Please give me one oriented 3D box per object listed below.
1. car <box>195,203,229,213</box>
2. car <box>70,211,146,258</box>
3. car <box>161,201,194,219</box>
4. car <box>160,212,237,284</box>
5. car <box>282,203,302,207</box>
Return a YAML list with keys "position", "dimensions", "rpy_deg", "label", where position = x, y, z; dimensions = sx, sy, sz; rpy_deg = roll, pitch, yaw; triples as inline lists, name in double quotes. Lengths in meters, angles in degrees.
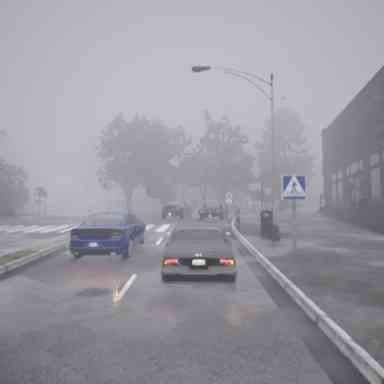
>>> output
- position: [1.923, 1.565, 27.721]
  dimensions: [1.895, 1.301, 4.718]
  rpy_deg: [-1, -1, 14]
  label: "car"
- position: [-3.022, 1.478, 12.846]
  dimensions: [1.882, 1.535, 5.008]
  rpy_deg: [0, 0, 1]
  label: "car"
- position: [-1.172, 1.535, 28.714]
  dimensions: [1.837, 1.490, 4.892]
  rpy_deg: [-1, -1, 14]
  label: "car"
- position: [0.180, 1.554, 9.659]
  dimensions: [2.033, 1.411, 5.357]
  rpy_deg: [0, 0, 1]
  label: "car"
- position: [24.356, 3.424, 81.385]
  dimensions: [1.895, 1.301, 4.718]
  rpy_deg: [3, -5, -37]
  label: "car"
